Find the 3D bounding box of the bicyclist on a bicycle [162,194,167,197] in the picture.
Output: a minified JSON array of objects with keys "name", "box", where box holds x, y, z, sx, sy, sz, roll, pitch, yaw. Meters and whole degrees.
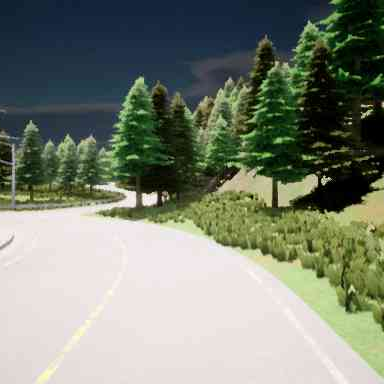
[{"name":"bicyclist on a bicycle","box":[-3.963,0.867,46.076,1.656,1.620,0.582,-12,0,19]}]
